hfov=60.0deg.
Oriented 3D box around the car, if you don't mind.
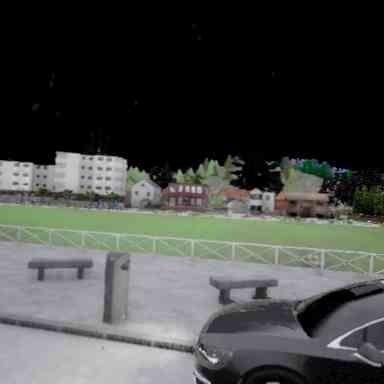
[{"bbox_3d":[2.449,1.784,3.676,4.892,1.490,1.837,2,-2,13],"label":"car"}]
